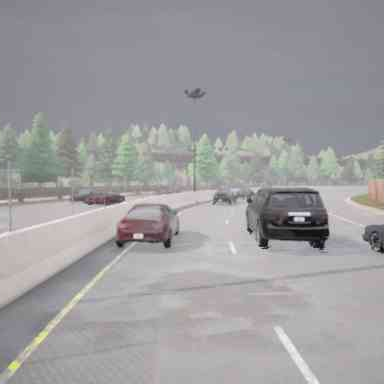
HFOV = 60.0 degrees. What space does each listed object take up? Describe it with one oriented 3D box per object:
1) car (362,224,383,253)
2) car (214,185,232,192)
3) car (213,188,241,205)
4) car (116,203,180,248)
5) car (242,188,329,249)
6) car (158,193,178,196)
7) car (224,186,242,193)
[{"bbox_3d":[6.720,1.291,8.923,2.033,1.411,5.357,0,2,1],"label":"car"},{"bbox_3d":[6.685,-0.704,72.055,1.812,1.442,4.674,1,2,34],"label":"car"},{"bbox_3d":[3.454,0.465,34.170,1.837,1.490,4.892,1,2,18],"label":"car"},{"bbox_3d":[-1.541,1.130,12.583,1.812,1.442,4.674,0,2,3],"label":"car"},{"bbox_3d":[3.398,0.836,12.763,2.150,2.045,5.566,0,2,3],"label":"car"},{"bbox_3d":[-2.839,0.398,37.544,1.994,1.385,4.181,1,2,18],"label":"car"},{"bbox_3d":[8.389,-0.533,68.446,1.994,1.385,4.181,1,2,34],"label":"car"}]
